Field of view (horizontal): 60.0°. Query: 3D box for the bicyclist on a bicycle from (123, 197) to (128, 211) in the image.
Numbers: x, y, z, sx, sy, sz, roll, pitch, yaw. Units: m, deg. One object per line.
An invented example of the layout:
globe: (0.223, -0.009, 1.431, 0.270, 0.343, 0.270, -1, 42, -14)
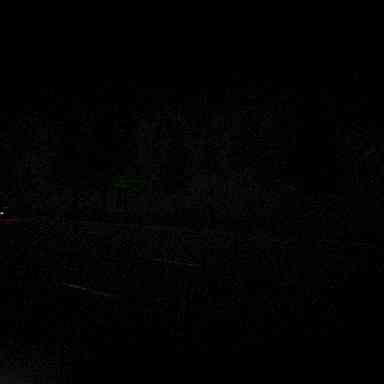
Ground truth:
bicyclist on a bicycle: (-7.289, 1.313, 36.340, 0.582, 1.620, 1.656, 0, -2, -23)

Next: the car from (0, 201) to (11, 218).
car: (-17.638, 1.505, 28.899, 4.892, 1.490, 1.837, 0, 0, 35)
